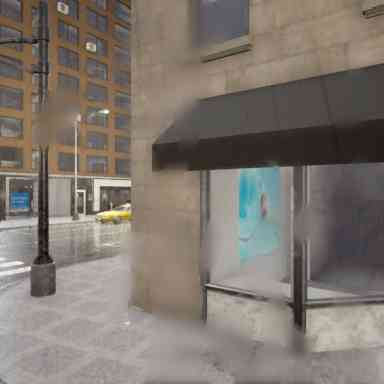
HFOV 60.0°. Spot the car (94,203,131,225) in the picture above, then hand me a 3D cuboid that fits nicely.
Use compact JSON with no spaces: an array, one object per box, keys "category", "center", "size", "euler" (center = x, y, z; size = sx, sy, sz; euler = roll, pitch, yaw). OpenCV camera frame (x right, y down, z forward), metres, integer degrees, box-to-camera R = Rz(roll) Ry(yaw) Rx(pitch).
[{"category":"car","center":[-4.935,1.548,24.720],"size":[1.752,1.417,4.829],"euler":[0,0,36]}]
